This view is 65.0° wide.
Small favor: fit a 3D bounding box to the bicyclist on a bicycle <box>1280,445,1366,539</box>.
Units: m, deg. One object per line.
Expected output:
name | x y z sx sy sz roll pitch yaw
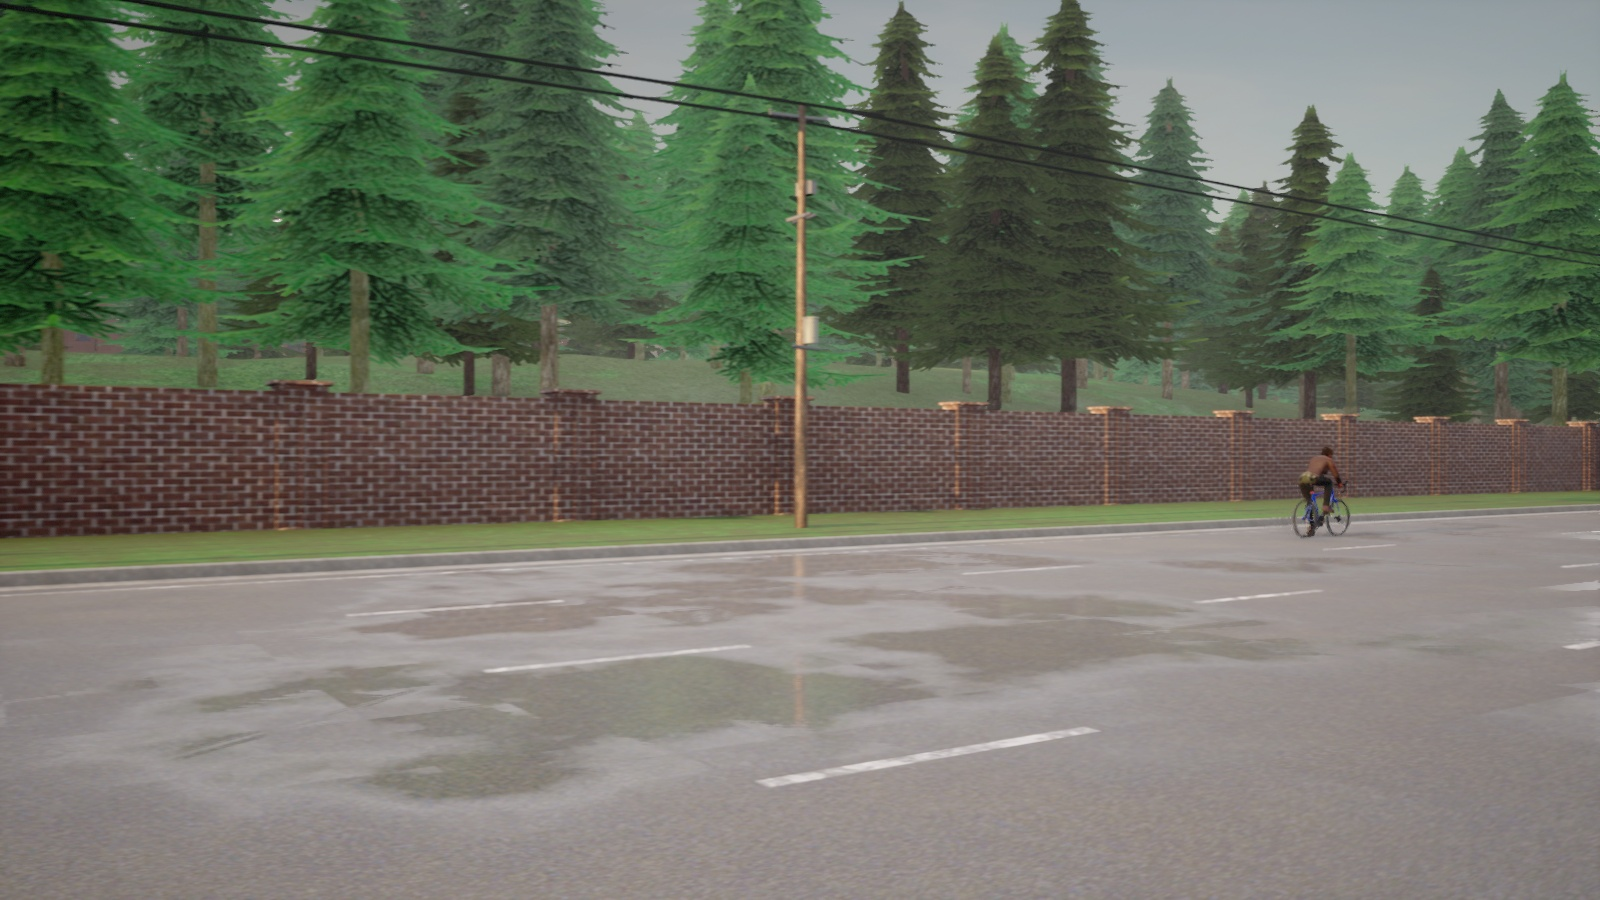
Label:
bicyclist on a bicycle | 9.331 0.729 22.398 1.656 1.620 0.582 0 0 -33
